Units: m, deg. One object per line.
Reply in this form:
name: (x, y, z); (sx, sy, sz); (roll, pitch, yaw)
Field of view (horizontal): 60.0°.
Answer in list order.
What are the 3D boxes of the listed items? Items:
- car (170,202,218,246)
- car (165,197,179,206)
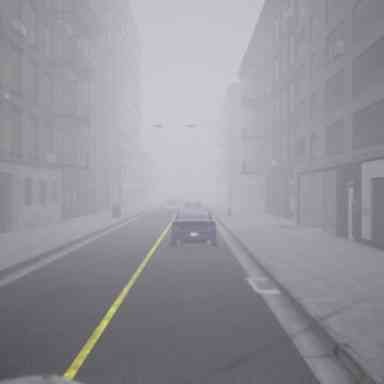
car: (0.082, 1.444, 15.006); (1.882, 1.535, 5.008); (0, 0, 0)
car: (-3.053, 1.448, 52.622); (1.994, 1.385, 4.181); (0, 0, 0)
